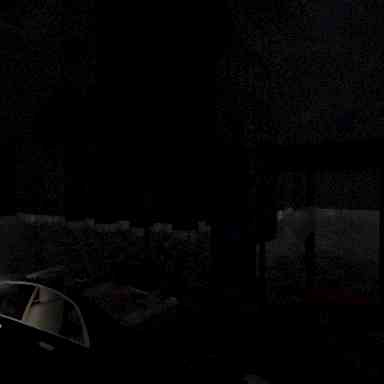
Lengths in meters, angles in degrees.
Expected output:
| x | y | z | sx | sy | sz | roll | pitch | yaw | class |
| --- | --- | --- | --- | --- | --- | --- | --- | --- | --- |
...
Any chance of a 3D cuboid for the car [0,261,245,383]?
| x | y | z | sx | sy | sz | roll | pitch | yaw | class |
| --- | --- | --- | --- | --- | --- | --- | --- | --- | --- |
| -1.520 | 1.550 | 4.048 | 4.403 | 1.369 | 2.008 | 0 | 0 | 36 | car |
